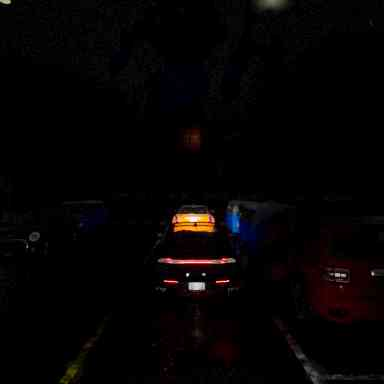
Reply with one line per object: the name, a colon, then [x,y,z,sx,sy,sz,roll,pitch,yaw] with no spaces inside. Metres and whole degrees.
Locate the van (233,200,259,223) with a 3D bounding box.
van: [2.741,1.342,12.372,1.690,1.788,3.998,0,0,0]

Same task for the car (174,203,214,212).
car: [0.109,1.353,17.505,2.097,1.767,4.553,0,0,1]

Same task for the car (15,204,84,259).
car: [-5.784,1.441,12.358,1.967,1.590,4.097,0,0,0]

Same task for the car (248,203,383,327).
car: [2.751,1.315,6.935,2.192,1.841,5.009,0,0,0]

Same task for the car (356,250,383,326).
car: [2.760,1.440,1.497,1.967,1.590,4.097,0,0,0]

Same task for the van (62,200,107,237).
van: [-5.793,1.342,17.795,1.690,1.788,3.998,0,0,0]

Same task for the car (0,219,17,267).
car: [-5.774,1.525,6.750,1.752,1.417,4.829,0,0,0]

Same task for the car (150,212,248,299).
car: [0.089,1.492,8.456,2.128,1.511,4.902,0,0,0]

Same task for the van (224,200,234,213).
van: [2.732,1.342,17.810,1.690,1.788,3.998,0,0,0]
